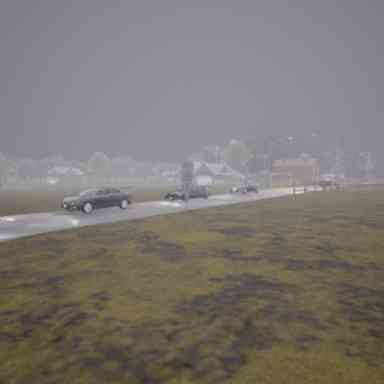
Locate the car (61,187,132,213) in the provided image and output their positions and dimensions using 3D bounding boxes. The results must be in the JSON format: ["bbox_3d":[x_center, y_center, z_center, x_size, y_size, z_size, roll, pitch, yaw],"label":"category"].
[{"bbox_3d":[-6.050,0.448,21.535,1.837,1.490,4.892,2,4,36],"label":"car"}]

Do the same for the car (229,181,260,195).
[{"bbox_3d":[6.015,-0.544,37.779,2.128,1.511,4.902,2,4,37],"label":"car"}]

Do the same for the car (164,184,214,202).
[{"bbox_3d":[-0.159,0.009,29.468,2.033,1.411,5.357,2,4,37],"label":"car"}]

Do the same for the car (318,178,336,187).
[{"bbox_3d":[22.354,-1.547,54.876,1.882,1.535,5.008,2,4,36],"label":"car"}]
